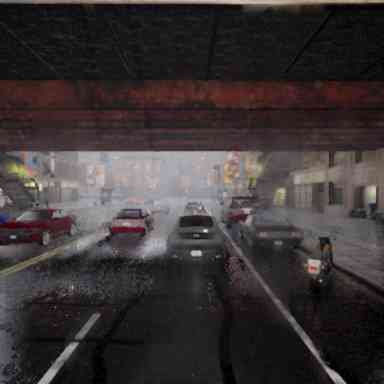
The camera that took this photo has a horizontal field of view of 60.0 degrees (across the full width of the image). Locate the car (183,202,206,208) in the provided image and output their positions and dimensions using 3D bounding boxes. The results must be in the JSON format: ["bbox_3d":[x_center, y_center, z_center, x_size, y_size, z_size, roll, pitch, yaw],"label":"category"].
[{"bbox_3d":[0.226,1.595,28.628,2.033,1.411,5.357,0,0,0],"label":"car"}]

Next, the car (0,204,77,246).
[{"bbox_3d":[-7.024,1.504,15.601,1.882,1.535,5.008,0,0,1],"label":"car"}]

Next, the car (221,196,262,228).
[{"bbox_3d":[3.180,1.265,22.050,2.435,2.045,5.566,0,0,0],"label":"car"}]

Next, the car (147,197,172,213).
[{"bbox_3d":[-3.291,1.584,35.116,1.812,1.442,4.674,0,0,0],"label":"car"}]

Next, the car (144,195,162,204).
[{"bbox_3d":[-6.945,1.447,57.304,2.097,1.767,4.553,0,0,0],"label":"car"}]

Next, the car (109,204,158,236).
[{"bbox_3d":[-3.296,1.595,18.798,1.994,1.385,4.181,0,0,0],"label":"car"}]

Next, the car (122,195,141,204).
[{"bbox_3d":[-10.429,1.449,58.739,2.097,1.767,4.553,0,0,1],"label":"car"}]

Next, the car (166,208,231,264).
[{"bbox_3d":[0.153,1.524,11.934,1.837,1.490,4.892,0,0,0],"label":"car"}]

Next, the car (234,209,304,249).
[{"bbox_3d":[3.225,1.619,14.653,1.895,1.301,4.718,0,0,0],"label":"car"}]
